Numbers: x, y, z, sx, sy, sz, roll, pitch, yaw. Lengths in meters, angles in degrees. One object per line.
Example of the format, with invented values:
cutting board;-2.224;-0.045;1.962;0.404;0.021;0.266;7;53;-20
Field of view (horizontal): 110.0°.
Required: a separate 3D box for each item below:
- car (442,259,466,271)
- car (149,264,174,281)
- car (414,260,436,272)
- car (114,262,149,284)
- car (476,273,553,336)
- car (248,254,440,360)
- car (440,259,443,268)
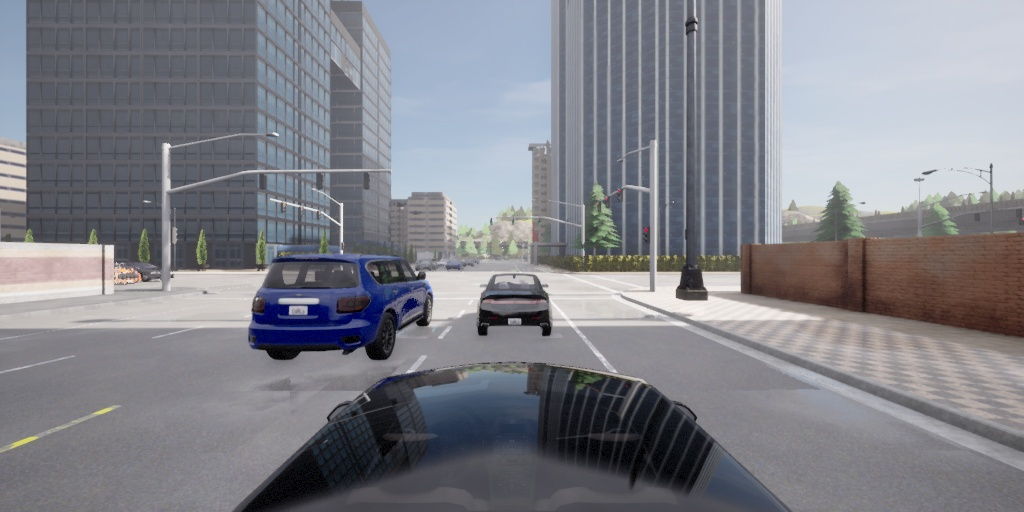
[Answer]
car;-7.865;1.226;49.314;1.882;1.535;5.008;0;0;-1
car;-28.978;1.238;27.661;4.902;1.511;2.128;0;0;-1
car;-11.325;1.274;47.016;1.812;1.442;4.674;0;0;0
car;-28.032;1.101;24.170;4.553;1.767;2.097;0;0;0
car;0.066;1.241;10.380;2.128;1.511;4.902;0;0;0
car;-3.435;0.971;8.465;2.150;2.045;5.566;0;0;0
car;-11.451;1.274;59.847;1.812;1.442;4.674;0;0;-1
